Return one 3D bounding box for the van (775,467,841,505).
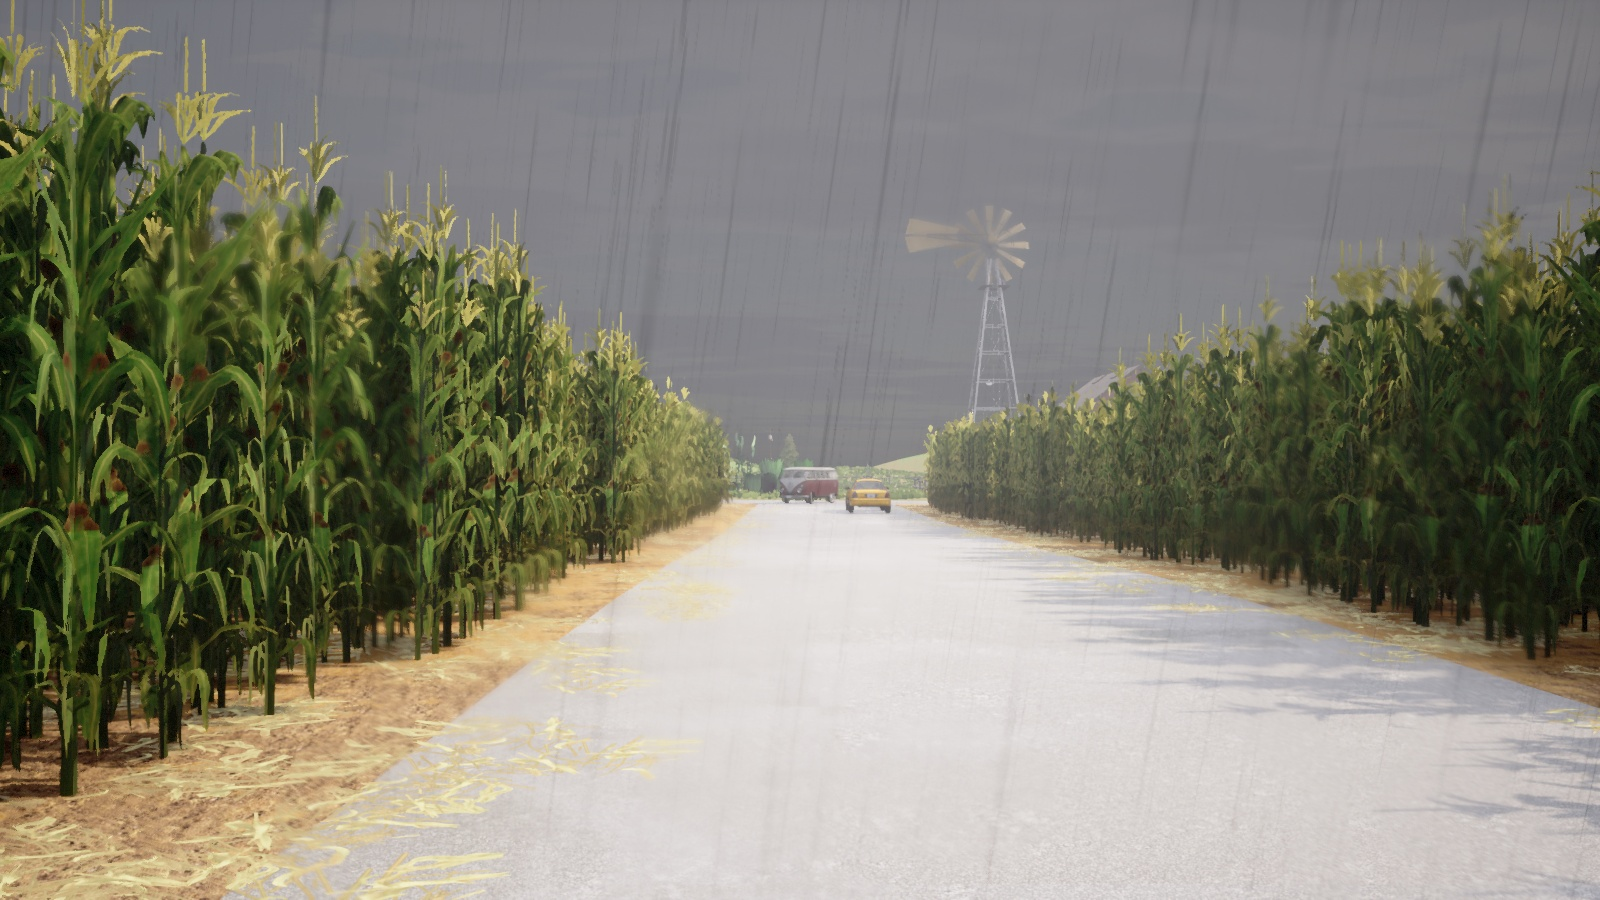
[{"bbox_3d":[0.472,1.910,68.089,1.775,1.987,4.442,-1,-1,27],"label":"van"}]

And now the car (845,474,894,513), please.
[{"bbox_3d":[2.979,1.875,54.765,1.801,1.575,5.366,0,-1,0],"label":"car"}]
